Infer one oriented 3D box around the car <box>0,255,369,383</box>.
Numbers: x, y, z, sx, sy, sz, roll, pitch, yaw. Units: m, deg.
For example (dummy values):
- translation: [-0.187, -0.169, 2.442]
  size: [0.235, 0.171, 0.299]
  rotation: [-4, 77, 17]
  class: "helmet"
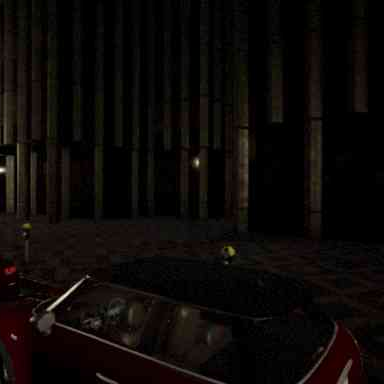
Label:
- translation: [-0.521, 1.426, 3.453]
  size: [4.097, 1.590, 1.967]
  rotation: [0, 0, 35]
  class: "car"
